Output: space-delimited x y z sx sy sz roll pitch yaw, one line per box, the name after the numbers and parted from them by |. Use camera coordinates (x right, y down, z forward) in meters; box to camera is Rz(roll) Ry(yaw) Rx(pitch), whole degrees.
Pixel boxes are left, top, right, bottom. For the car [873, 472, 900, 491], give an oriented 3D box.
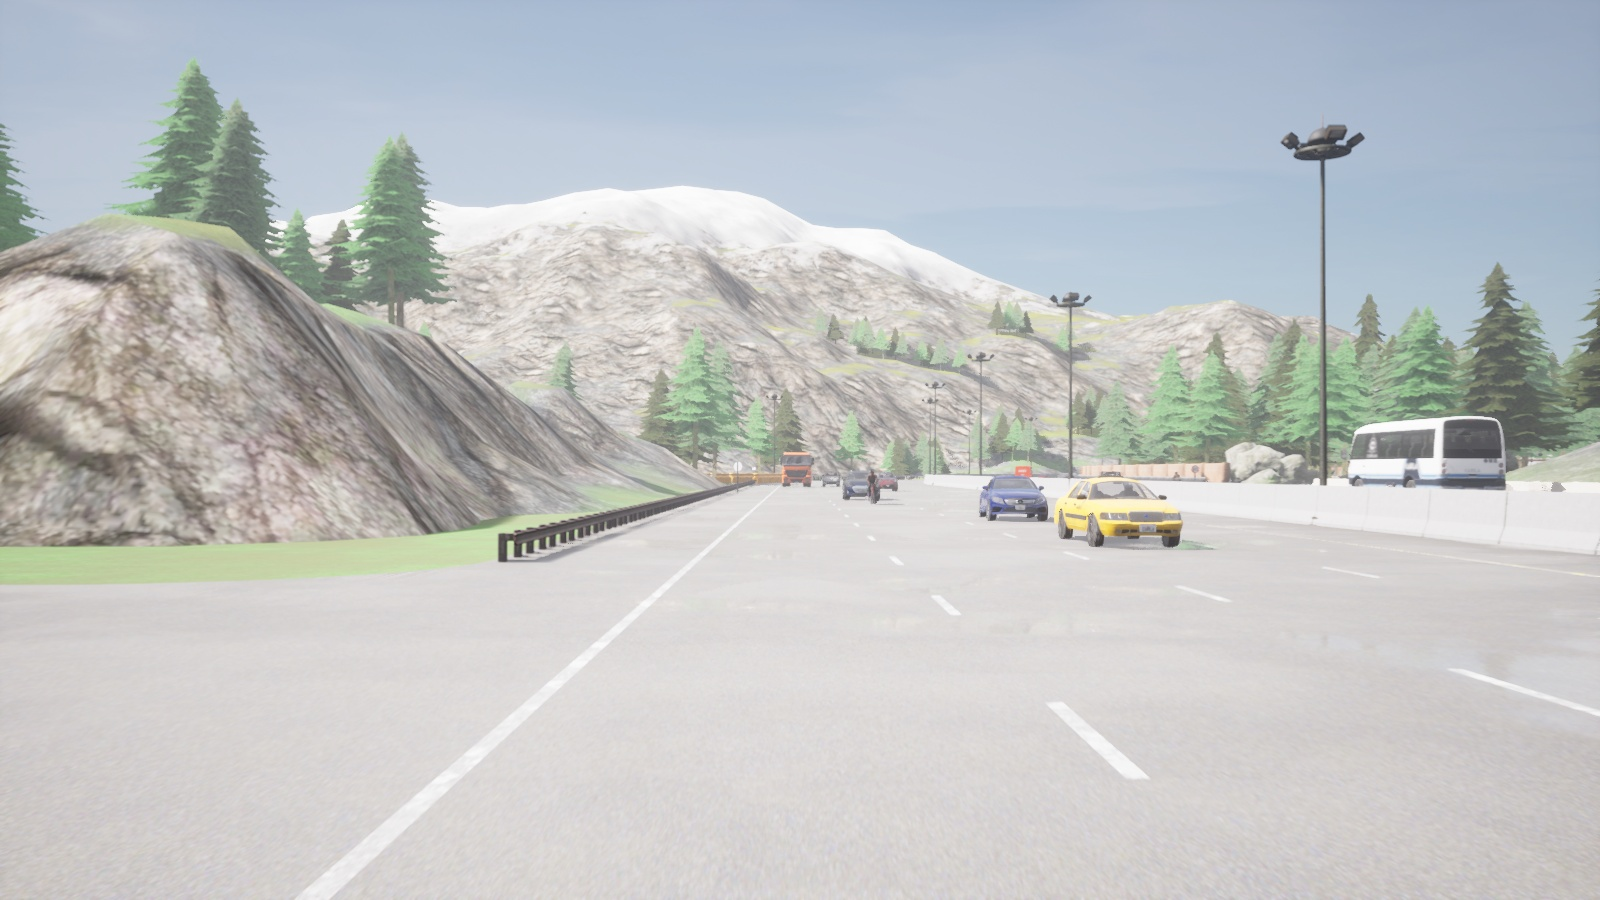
6.763 2.446 98.182 1.845 1.501 3.633 0 -1 0 | car

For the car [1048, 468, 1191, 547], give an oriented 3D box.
6.932 1.192 27.850 1.801 1.575 5.366 0 -1 0 | car

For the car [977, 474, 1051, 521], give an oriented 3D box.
6.922 1.501 41.093 1.812 1.442 4.674 0 -1 3 | car

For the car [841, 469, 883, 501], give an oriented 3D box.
3.334 1.876 68.409 2.033 1.649 4.856 0 -1 0 | car

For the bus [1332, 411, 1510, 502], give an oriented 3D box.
31.339 0.386 64.098 3.944 4.253 10.273 0 -1 0 | bus
